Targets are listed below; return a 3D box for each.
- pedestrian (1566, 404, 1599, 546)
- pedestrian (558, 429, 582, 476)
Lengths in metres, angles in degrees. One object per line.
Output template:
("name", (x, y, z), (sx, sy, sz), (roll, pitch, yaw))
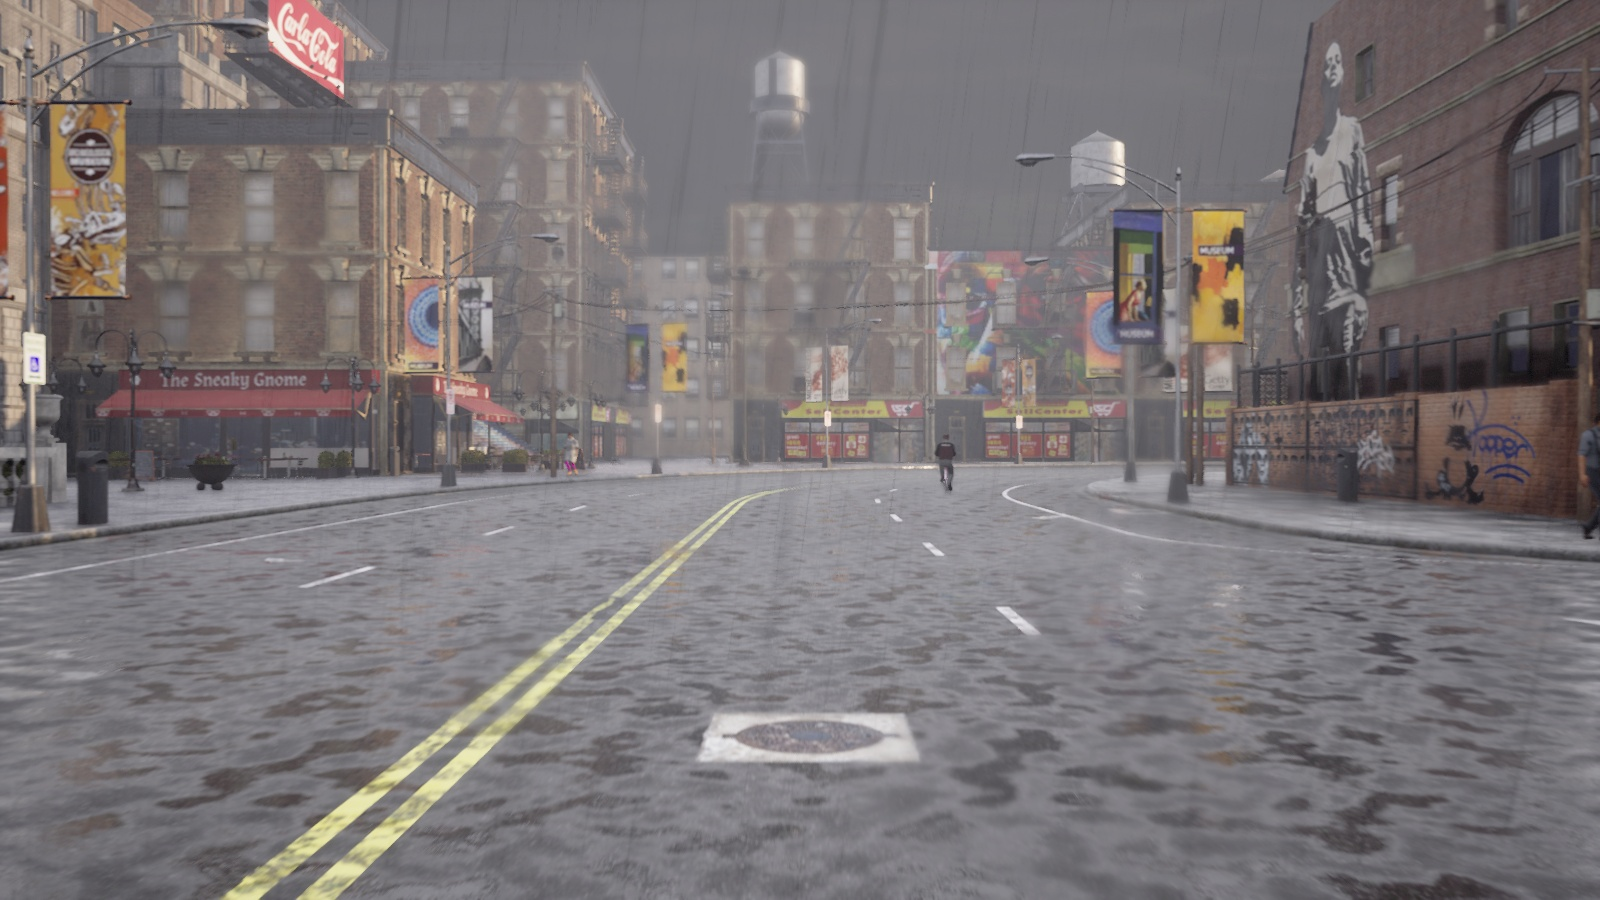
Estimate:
("pedestrian", (10.650, 0.318, 16.624), (0.540, 1.848, 0.694), (0, 0, -8))
("pedestrian", (-9.541, 0.102, 52.140), (0.659, 1.952, 0.873), (0, 0, 17))
